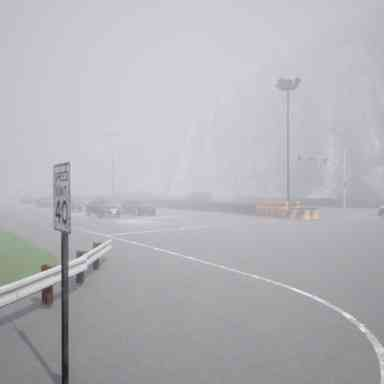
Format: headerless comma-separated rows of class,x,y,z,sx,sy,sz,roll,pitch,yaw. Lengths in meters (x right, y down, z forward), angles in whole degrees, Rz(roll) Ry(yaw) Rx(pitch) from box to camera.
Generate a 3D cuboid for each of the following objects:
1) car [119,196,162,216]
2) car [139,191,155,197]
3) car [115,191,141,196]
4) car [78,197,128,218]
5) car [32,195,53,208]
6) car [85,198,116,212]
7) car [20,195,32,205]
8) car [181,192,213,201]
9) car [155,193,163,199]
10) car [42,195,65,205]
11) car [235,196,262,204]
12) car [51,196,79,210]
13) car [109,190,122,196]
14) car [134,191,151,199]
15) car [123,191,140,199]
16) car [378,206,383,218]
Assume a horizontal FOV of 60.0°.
car,-5.229,1.430,31.898,1.837,1.490,4.892,0,0,-38
car,-10.379,0.831,67.162,2.150,2.045,5.566,0,1,-38
car,-12.398,1.143,64.061,1.837,1.490,4.892,0,1,-38
car,-8.044,1.424,29.816,2.128,1.511,4.902,0,0,-38
car,-19.485,1.318,44.406,1.837,1.490,4.892,0,1,-38
car,-10.708,1.449,38.857,1.994,1.385,4.181,0,0,-38
car,-25.715,1.213,52.424,1.812,1.442,4.674,0,1,-37
car,0.607,1.076,47.439,2.150,2.045,5.566,0,0,-38
car,-7.921,0.951,69.536,2.097,1.767,4.553,0,1,-38
car,-22.497,1.237,53.983,2.033,1.411,5.357,0,1,-38
car,9.059,1.326,53.680,2.128,1.511,4.902,0,0,-38
car,-13.770,1.491,37.093,1.895,1.301,4.718,0,0,-38
car,-16.870,0.661,75.295,2.150,2.045,5.566,0,1,-38
car,-11.921,0.759,80.330,2.097,1.767,4.553,0,1,-38
car,-14.086,0.741,77.416,2.097,1.767,4.553,0,1,-38
car,17.325,1.284,26.319,2.097,1.767,4.553,0,0,-38
